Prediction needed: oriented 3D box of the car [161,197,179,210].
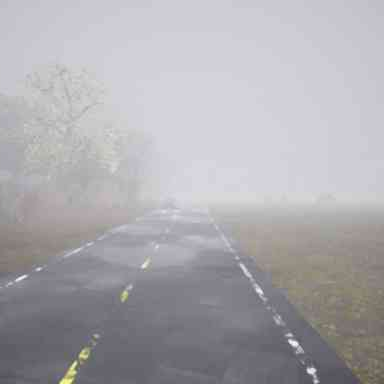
[{"bbox_3d":[-2.872,1.411,43.638,2.097,1.767,4.553,0,0,0],"label":"car"}]
